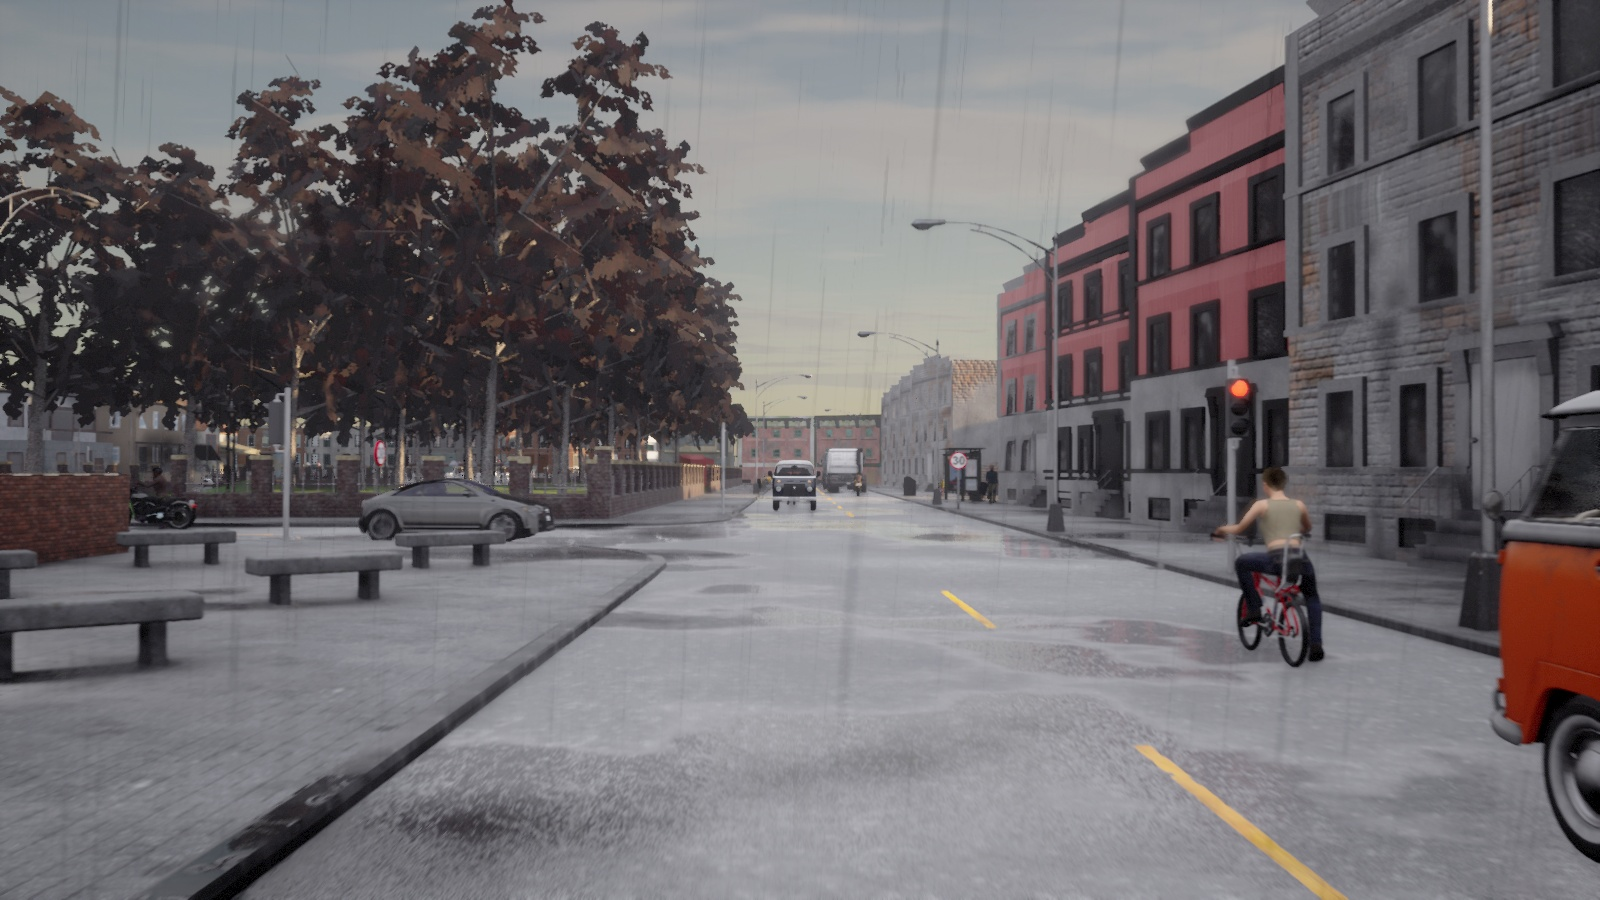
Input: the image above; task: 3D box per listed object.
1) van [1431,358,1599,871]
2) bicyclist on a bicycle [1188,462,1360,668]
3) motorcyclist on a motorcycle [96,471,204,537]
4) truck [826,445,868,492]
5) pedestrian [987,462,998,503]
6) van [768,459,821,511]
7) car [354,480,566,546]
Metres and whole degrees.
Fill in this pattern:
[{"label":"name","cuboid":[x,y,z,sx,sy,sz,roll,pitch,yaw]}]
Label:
[{"label":"van","cuboid":[3.986,0.618,3.910,1.775,1.987,4.442,0,-1,0]},{"label":"bicyclist on a bicycle","cuboid":[3.966,0.917,10.646,0.866,1.612,1.509,0,-1,0]},{"label":"motorcyclist on a motorcycle","cuboid":[-16.621,1.379,32.127,2.350,1.649,0.766,0,-1,-2]},{"label":"truck","cuboid":[3.561,1.470,97.030,2.891,3.462,7.936,0,-1,0]},{"label":"pedestrian","cuboid":[8.727,1.460,57.040,0.402,1.842,0.726,0,-1,1]},{"label":"van","cuboid":[-0.214,1.416,51.528,2.069,2.038,4.480,0,-1,0]},{"label":"car","cuboid":[-7.512,1.386,28.063,4.181,1.385,1.994,0,-1,1]}]
